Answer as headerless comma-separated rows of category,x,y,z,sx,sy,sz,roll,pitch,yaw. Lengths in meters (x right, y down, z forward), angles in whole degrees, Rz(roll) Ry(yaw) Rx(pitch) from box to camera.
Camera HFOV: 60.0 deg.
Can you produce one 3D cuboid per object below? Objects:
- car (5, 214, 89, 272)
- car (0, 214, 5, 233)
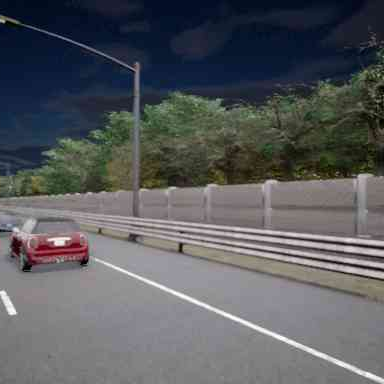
car,-5.501,1.723,12.540,2.097,1.767,4.553,2,-2,-35
car,-12.973,2.216,23.125,2.033,1.411,5.357,2,-2,-34
